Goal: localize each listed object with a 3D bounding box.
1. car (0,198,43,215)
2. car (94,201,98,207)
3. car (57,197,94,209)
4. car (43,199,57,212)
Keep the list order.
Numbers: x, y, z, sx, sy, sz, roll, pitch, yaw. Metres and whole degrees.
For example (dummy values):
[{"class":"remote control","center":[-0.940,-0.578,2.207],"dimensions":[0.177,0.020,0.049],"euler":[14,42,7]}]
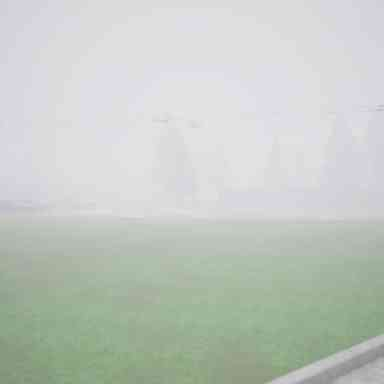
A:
[{"class":"car","center":[-17.650,1.442,32.590],"dimensions":[5.008,1.535,1.882],"euler":[0,0,11]},{"class":"car","center":[-15.421,1.444,46.419],"dimensions":[4.674,1.442,1.812],"euler":[0,0,11]},{"class":"car","center":[-15.740,1.407,42.915],"dimensions":[5.008,1.535,1.882],"euler":[0,0,11]},{"class":"car","center":[-17.684,1.462,36.161],"dimensions":[4.892,1.490,1.837],"euler":[-1,0,11]}]
